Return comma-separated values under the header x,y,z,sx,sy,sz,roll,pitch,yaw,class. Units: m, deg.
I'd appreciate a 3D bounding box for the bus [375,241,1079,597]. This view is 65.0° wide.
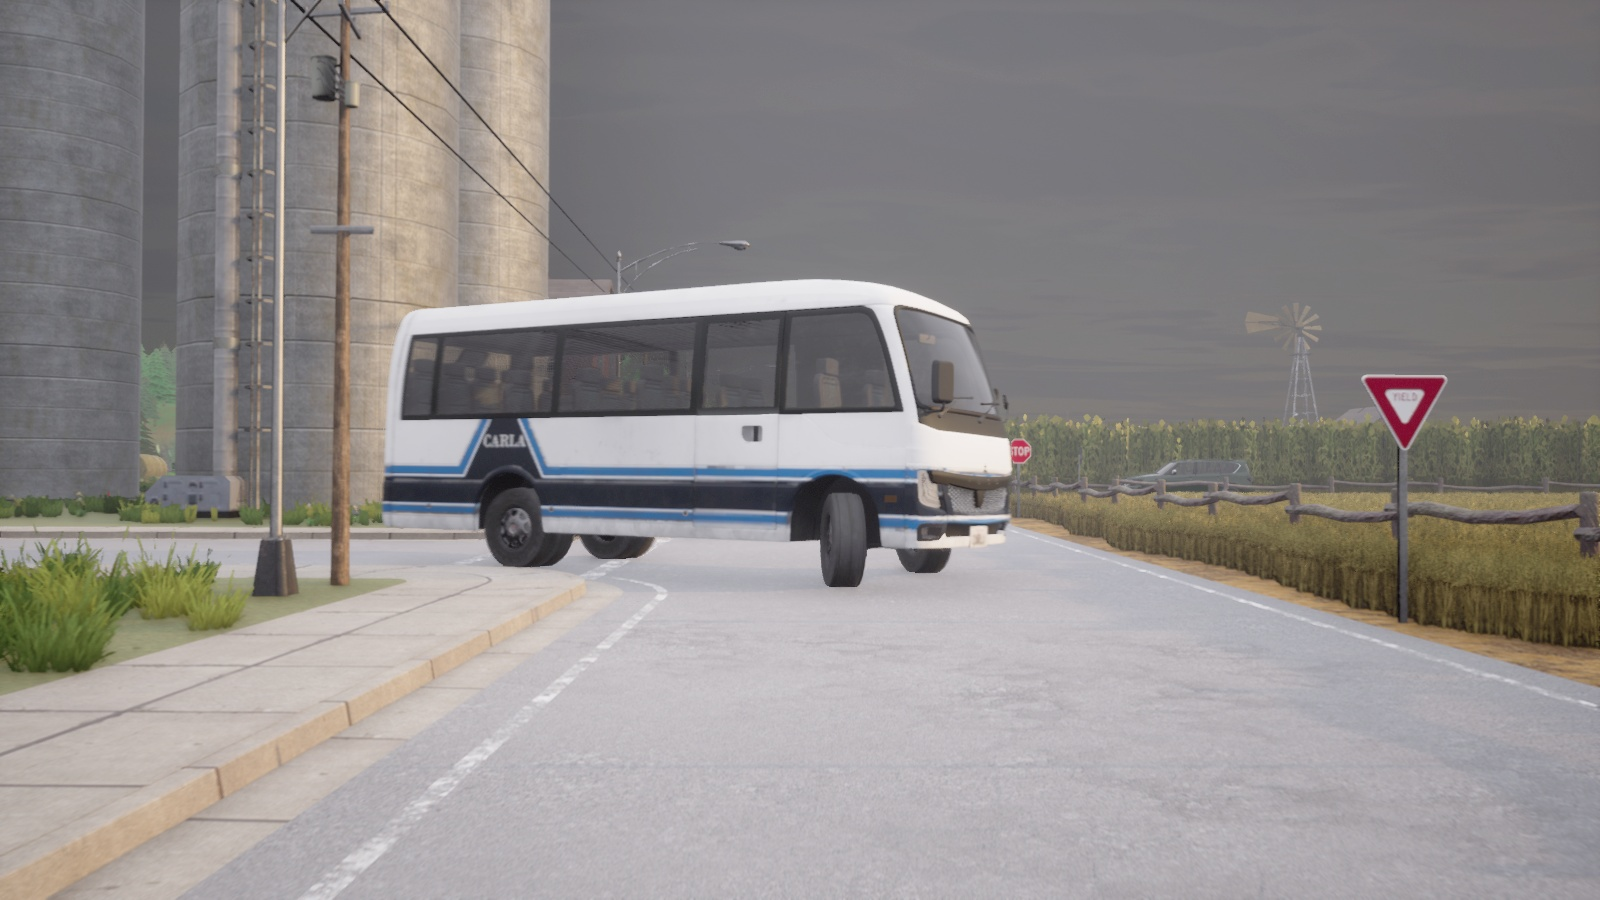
x,y,z,sx,sy,sz,roll,pitch,yaw,class
-1.352,-0.268,19.267,10.273,4.253,3.944,-1,-2,30,bus

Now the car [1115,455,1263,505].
x,y,z,sx,sy,sz,roll,pitch,yaw,class
16.337,1.269,53.005,5.566,2.045,2.150,0,-1,1,car
